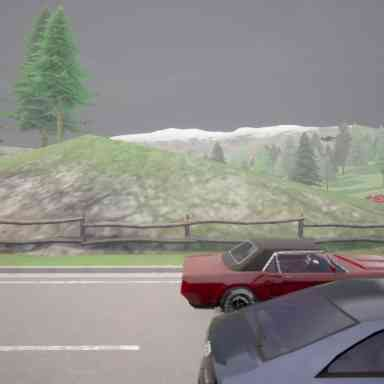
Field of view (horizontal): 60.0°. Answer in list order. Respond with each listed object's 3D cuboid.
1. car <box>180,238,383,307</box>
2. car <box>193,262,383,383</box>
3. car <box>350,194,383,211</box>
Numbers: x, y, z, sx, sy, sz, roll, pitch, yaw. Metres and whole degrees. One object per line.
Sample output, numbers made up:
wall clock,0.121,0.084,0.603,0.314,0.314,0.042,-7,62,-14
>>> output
car,2.143,1.601,6.489,4.718,1.301,1.895,0,0,-1
car,2.140,1.564,2.993,4.181,1.385,1.994,0,0,0
car,21.211,1.223,38.392,2.150,2.045,5.566,0,0,-32
